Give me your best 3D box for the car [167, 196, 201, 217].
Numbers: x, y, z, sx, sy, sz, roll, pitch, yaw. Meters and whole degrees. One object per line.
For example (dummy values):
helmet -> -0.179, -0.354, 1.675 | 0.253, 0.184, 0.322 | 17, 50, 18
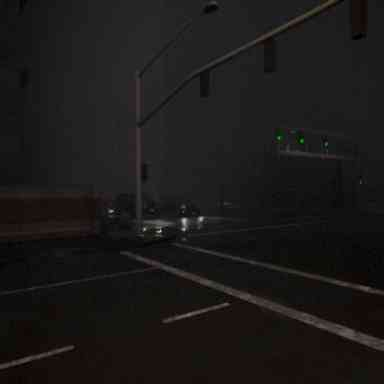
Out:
car -> -1.160, 1.180, 29.130 | 2.097, 1.767, 4.553 | -1, 0, -36

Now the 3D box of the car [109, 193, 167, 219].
car -> -4.693, 1.087, 28.043 | 2.150, 2.045, 5.566 | -1, 0, -36

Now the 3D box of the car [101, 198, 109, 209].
car -> -10.273, 1.430, 41.819 | 1.895, 1.301, 4.718 | -1, 0, -36
